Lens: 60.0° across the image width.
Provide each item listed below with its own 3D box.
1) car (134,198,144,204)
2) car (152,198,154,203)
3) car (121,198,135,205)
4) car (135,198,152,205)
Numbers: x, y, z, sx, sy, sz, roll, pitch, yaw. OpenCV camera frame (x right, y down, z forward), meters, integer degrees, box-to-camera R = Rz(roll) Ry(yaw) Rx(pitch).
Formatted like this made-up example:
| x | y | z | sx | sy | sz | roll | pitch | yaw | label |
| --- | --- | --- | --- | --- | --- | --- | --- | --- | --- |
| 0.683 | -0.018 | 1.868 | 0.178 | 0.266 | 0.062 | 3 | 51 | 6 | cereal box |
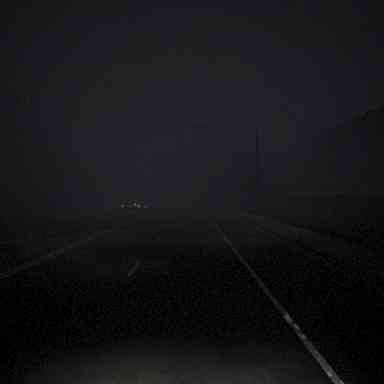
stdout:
| x | y | z | sx | sy | sz | roll | pitch | yaw | label |
| --- | --- | --- | --- | --- | --- | --- | --- | --- | --- |
| -14.066 | 2.382 | 88.303 | 1.895 | 1.301 | 4.718 | 0 | -1 | 0 | car |
| -10.566 | 2.265 | 88.336 | 1.882 | 1.535 | 5.008 | 0 | -1 | 0 | car |
| -14.054 | 2.009 | 72.733 | 2.097 | 1.767 | 4.553 | 0 | -1 | 0 | car |
| -10.554 | 2.131 | 72.704 | 1.882 | 1.535 | 5.008 | 0 | -1 | 0 | car |
